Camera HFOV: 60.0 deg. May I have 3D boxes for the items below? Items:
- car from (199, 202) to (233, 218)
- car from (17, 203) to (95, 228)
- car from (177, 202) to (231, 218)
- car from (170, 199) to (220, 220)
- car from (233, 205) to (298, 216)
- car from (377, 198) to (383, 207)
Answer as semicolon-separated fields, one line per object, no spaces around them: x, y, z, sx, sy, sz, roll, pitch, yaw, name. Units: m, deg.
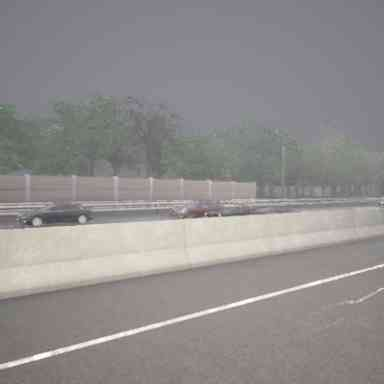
3.115;1.596;23.373;4.718;1.301;1.895;0;0;-35;car
-9.072;1.498;22.418;4.892;1.490;1.837;0;0;-38;car
1.144;1.596;30.378;4.718;1.301;1.895;0;0;-37;car
0.508;1.346;25.813;4.553;1.767;2.097;0;0;-35;car
4.896;1.560;20.344;4.181;1.385;1.994;0;0;-35;car
30.307;1.532;50.962;4.902;1.511;2.128;0;0;-34;car
